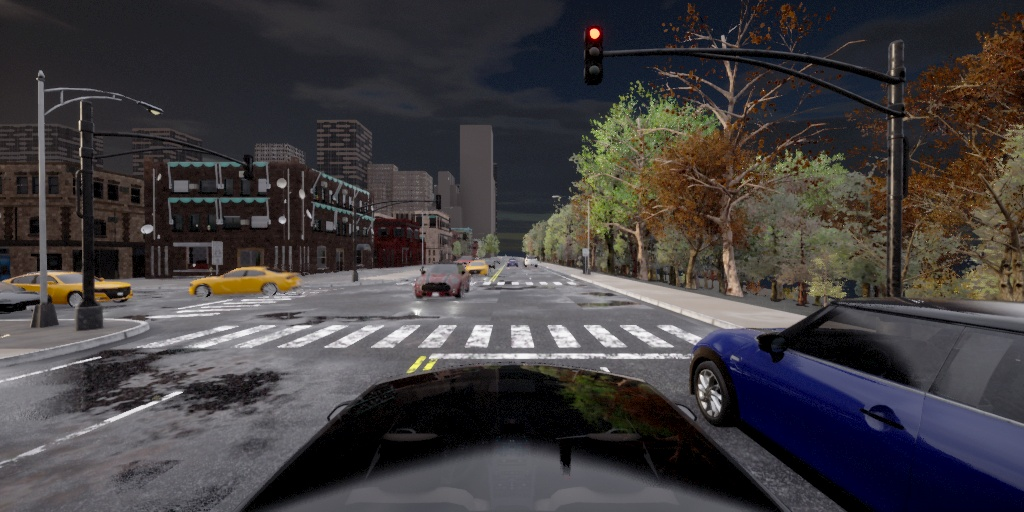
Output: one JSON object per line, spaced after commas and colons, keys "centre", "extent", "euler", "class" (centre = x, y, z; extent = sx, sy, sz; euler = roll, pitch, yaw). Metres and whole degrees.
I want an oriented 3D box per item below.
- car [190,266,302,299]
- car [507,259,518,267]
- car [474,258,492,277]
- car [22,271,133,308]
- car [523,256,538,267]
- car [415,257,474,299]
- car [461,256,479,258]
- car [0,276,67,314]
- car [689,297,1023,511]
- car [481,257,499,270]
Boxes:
{"centre": [-14.034, 1.342, 19.078], "extent": [5.008, 1.535, 1.882], "euler": [-1, 2, -9], "class": "car"}
{"centre": [0.100, 1.252, 64.490], "extent": [1.812, 1.442, 4.674], "euler": [0, 0, 0], "class": "car"}
{"centre": [-3.350, 1.217, 35.303], "extent": [1.882, 1.535, 5.008], "euler": [0, 0, 0], "class": "car"}
{"centre": [-20.009, 1.450, 15.985], "extent": [5.008, 1.535, 1.882], "euler": [-1, 1, -1], "class": "car"}
{"centre": [3.353, 0.948, 63.641], "extent": [2.150, 2.045, 5.566], "euler": [0, 0, 0], "class": "car"}
{"centre": [-3.350, 1.098, 17.962], "extent": [2.097, 1.767, 4.553], "euler": [0, 0, 0], "class": "car"}
{"centre": [-6.593, 0.954, 52.777], "extent": [2.150, 2.045, 5.566], "euler": [0, 0, 0], "class": "car"}
{"centre": [-19.947, 1.564, 13.290], "extent": [4.313, 1.339, 1.948], "euler": [0, 0, 0], "class": "car"}
{"centre": [3.351, 1.102, 2.833], "extent": [2.097, 1.767, 4.553], "euler": [0, 0, 0], "class": "car"}
{"centre": [-3.342, 1.236, 52.463], "extent": [1.837, 1.490, 4.892], "euler": [0, 0, 0], "class": "car"}
